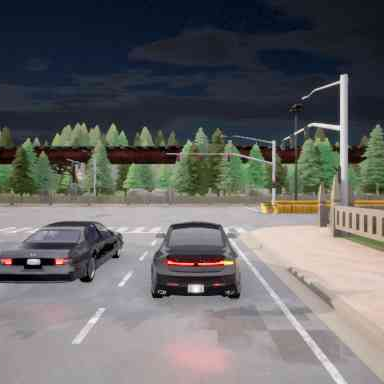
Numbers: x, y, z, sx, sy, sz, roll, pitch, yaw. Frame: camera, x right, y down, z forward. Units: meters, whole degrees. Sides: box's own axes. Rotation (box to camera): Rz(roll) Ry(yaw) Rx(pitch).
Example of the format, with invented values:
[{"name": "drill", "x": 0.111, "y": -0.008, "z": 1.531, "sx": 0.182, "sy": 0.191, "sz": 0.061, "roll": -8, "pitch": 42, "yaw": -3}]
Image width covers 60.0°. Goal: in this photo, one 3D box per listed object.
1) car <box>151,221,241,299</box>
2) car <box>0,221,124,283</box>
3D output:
[{"name": "car", "x": 0.099, "y": 1.505, "z": 8.466, "sx": 1.837, "sy": 1.490, "sz": 4.892, "roll": 0, "pitch": 0, "yaw": 1}, {"name": "car", "x": -3.388, "y": 1.547, "z": 9.655, "sx": 2.033, "sy": 1.411, "sz": 5.357, "roll": 0, "pitch": 0, "yaw": 0}]
